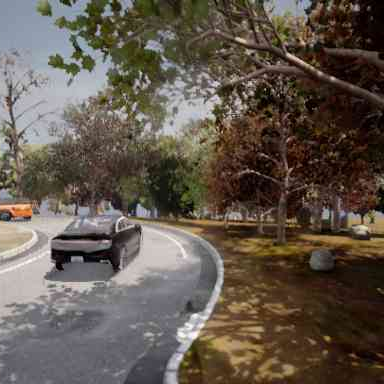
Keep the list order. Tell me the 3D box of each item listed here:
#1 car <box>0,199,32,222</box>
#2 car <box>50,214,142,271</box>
[{"bbox_3d":[-14.887,1.290,25.960,4.553,1.767,2.097,0,0,19],"label":"car"},{"bbox_3d":[-2.844,1.473,10.826,2.128,1.511,4.902,0,0,1],"label":"car"}]
